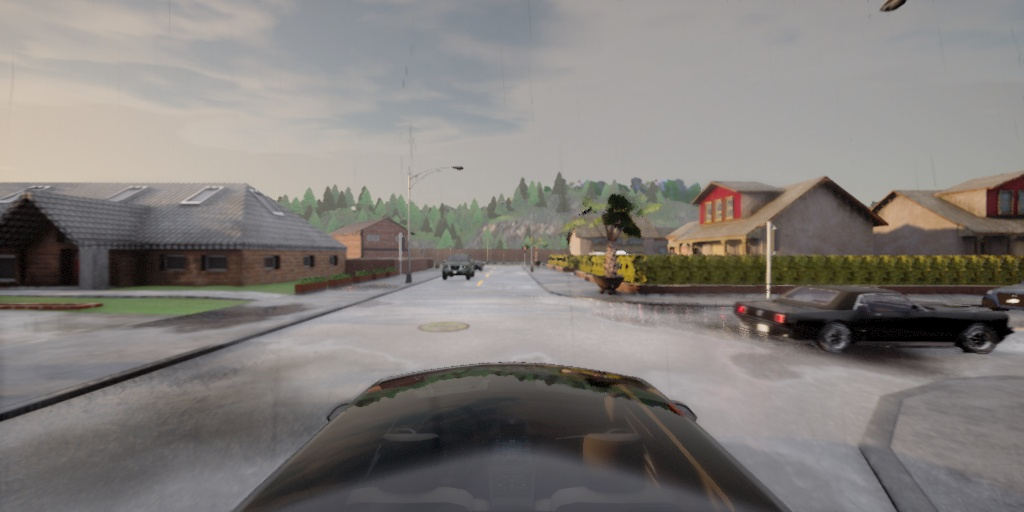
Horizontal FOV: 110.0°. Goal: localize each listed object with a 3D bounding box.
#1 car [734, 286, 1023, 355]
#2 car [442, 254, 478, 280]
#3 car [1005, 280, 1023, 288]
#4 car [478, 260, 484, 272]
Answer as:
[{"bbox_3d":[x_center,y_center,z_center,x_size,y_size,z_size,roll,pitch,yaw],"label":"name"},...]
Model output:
[{"bbox_3d":[7.896,1.347,8.100,4.718,1.301,1.895,0,0,0],"label":"car"},{"bbox_3d":[-4.357,0.849,29.952,2.150,2.045,5.566,0,0,0],"label":"car"},{"bbox_3d":[18.706,1.323,11.987,4.181,1.385,1.994,0,0,-1],"label":"car"},{"bbox_3d":[-4.463,1.175,43.127,1.895,1.301,4.718,0,0,0],"label":"car"}]
